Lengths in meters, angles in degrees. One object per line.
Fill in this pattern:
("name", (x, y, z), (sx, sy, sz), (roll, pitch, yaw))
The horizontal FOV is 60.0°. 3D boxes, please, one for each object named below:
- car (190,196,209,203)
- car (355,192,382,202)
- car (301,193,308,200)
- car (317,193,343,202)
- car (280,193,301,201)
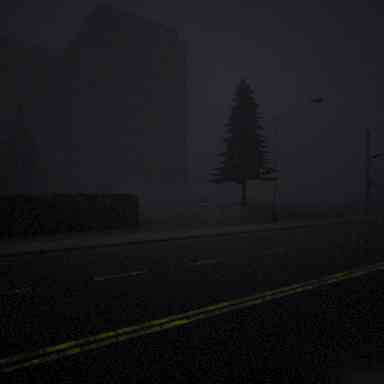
("car", (1.425, 1.494, 67.724), (1.837, 1.490, 4.892), (0, 0, -35))
("car", (44.053, 1.151, 83.138), (1.932, 1.855, 4.605), (0, 0, -36))
("car", (28.638, 1.361, 90.588), (1.784, 1.438, 3.905), (0, 0, -36))
("car", (30.342, 1.393, 73.262), (1.970, 1.475, 3.806), (0, 0, -36))
("car", (26.279, 1.393, 88.910), (1.970, 1.475, 3.806), (0, 0, -36))
